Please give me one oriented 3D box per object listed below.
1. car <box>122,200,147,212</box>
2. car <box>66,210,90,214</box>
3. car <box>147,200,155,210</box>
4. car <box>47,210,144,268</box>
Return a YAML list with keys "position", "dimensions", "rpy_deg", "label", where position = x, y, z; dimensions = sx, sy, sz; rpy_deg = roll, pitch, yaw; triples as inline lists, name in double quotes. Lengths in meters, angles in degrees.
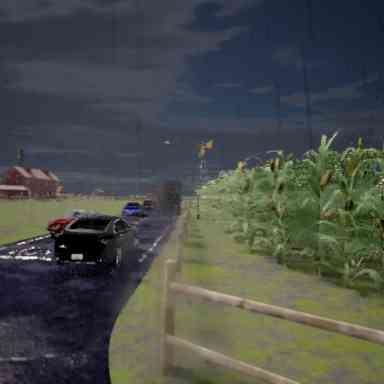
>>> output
- position: [-6.143, 1.791, 34.842]
  dimensions: [1.812, 1.442, 4.674]
  rpy_deg: [3, -1, -2]
  label: "car"
- position: [-5.939, 1.636, 17.883]
  dimensions: [1.895, 1.301, 4.718]
  rpy_deg: [2, -1, 0]
  label: "car"
- position: [-6.754, 1.997, 51.179]
  dimensions: [1.837, 1.490, 4.892]
  rpy_deg: [3, -1, -3]
  label: "car"
- position: [-3.132, 1.586, 11.660]
  dimensions: [1.837, 1.490, 4.892]
  rpy_deg: [3, -1, 1]
  label: "car"
